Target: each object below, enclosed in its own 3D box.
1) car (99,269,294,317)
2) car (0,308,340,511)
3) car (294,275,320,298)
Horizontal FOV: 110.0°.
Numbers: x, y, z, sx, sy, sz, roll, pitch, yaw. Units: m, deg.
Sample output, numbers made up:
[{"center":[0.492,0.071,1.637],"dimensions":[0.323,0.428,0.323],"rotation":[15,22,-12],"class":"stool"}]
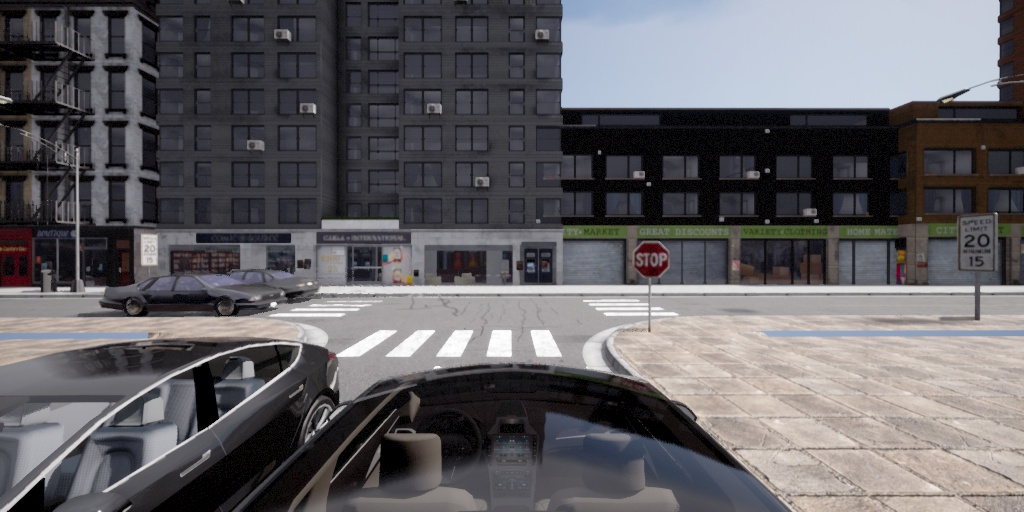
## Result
[{"center":[-11.085,1.319,12.662],"dimensions":[5.357,1.411,2.033],"rotation":[0,0,0],"class":"car"},{"center":[-2.639,1.316,2.083],"dimensions":[1.948,1.339,4.313],"rotation":[0,0,0],"class":"car"},{"center":[-11.631,1.310,15.990],"dimensions":[5.357,1.411,2.033],"rotation":[0,0,-4],"class":"car"}]
